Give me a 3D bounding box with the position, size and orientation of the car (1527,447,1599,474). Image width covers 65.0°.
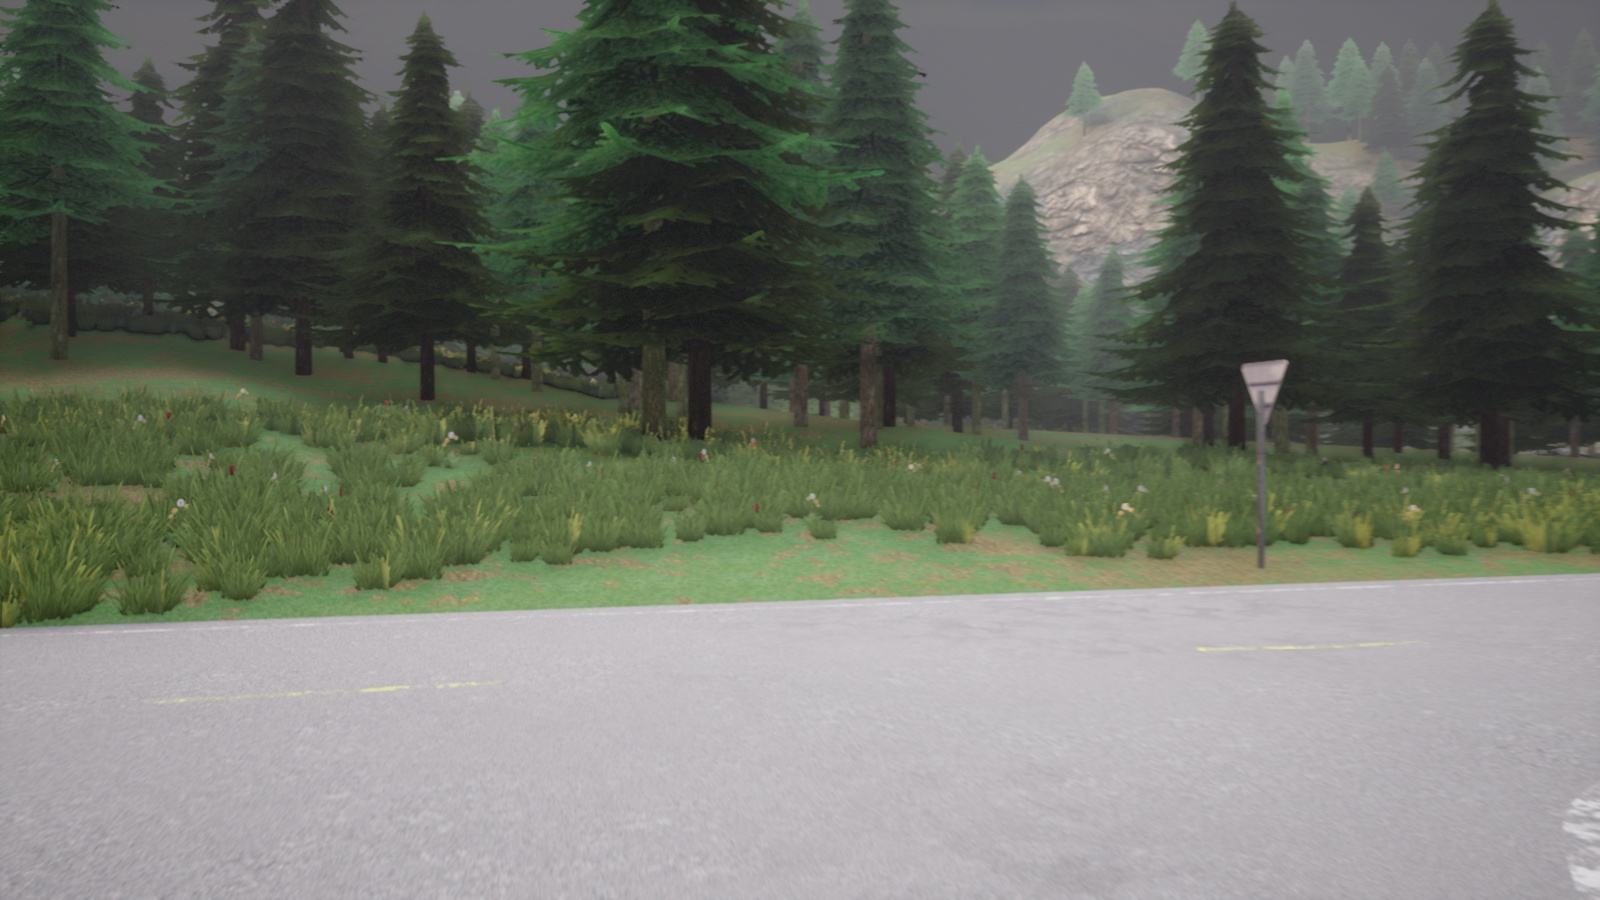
[{"bbox_3d":[48.927,0.629,79.671,2.242,1.667,4.611,0,0,-15],"label":"car"}]
